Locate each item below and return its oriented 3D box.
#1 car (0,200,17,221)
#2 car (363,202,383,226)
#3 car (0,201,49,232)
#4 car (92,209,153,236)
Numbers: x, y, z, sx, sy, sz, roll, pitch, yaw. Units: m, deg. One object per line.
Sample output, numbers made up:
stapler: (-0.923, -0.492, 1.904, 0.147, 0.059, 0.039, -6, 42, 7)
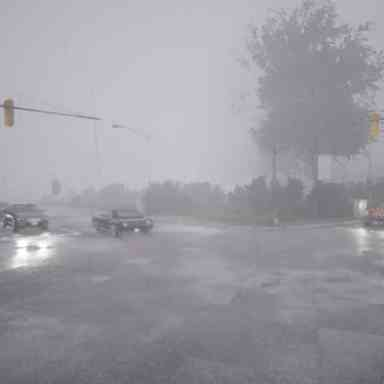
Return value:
car: (-16.158, 1.508, 27.736, 1.837, 1.490, 4.892, 0, 0, -39)
car: (13.401, 1.380, 22.166, 4.553, 1.767, 2.097, 0, 0, -34)
car: (-10.268, 1.495, 20.392, 2.128, 1.511, 4.902, 0, 0, -39)
car: (-4.001, 1.609, 18.472, 1.895, 1.301, 4.718, 0, 0, -34)
